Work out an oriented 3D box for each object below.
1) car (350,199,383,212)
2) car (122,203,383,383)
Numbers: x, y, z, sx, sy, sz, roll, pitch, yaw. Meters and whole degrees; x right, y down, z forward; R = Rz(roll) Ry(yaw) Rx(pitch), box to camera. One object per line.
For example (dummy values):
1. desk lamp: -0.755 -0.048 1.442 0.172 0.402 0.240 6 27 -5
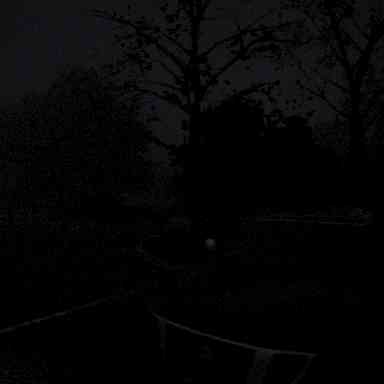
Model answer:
1. car: 20.857 1.515 38.539 4.181 1.385 1.994 0 -1 0
2. car: 1.618 1.220 4.637 2.435 2.045 5.566 1 0 35
